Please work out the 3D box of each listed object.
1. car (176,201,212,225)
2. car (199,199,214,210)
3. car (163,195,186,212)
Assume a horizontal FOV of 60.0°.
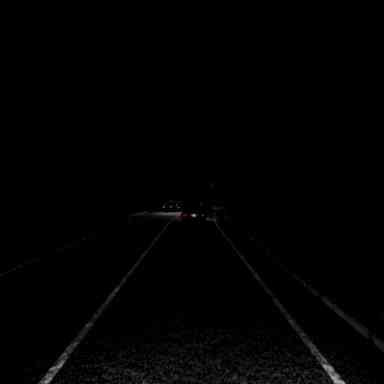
[{"bbox_3d":[0.203,1.628,24.819,2.033,1.411,5.357,0,0,2],"label":"car"},{"bbox_3d":[1.774,1.600,42.686,2.128,1.511,4.902,-1,0,8],"label":"car"},{"bbox_3d":[-2.128,1.379,41.774,2.150,2.045,5.566,-1,0,8],"label":"car"}]
